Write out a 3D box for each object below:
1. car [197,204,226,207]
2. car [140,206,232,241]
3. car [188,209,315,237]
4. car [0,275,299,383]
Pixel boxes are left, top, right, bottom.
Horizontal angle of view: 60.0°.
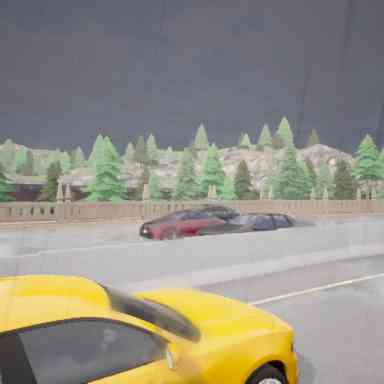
[{"bbox_3d":[0.749,1.530,20.498,4.892,1.490,1.837,0,0,-27],"label":"car"},{"bbox_3d":[-0.354,1.580,15.863,4.181,1.385,1.994,0,0,-30],"label":"car"},{"bbox_3d":[2.761,1.562,13.699,5.357,1.411,2.033,0,0,-29],"label":"car"},{"bbox_3d":[-1.218,1.478,2.708,5.008,1.535,1.882,0,0,-35],"label":"car"}]
